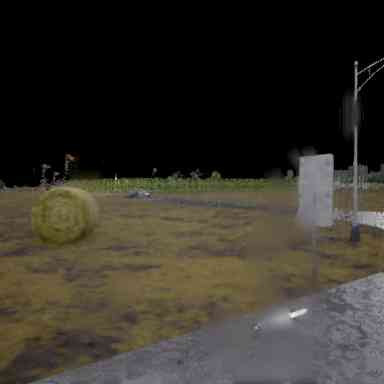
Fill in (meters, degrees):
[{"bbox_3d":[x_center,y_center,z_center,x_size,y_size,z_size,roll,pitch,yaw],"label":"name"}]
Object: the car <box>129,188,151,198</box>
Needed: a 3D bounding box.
[{"bbox_3d":[-7.999,0.176,50.801,2.128,1.511,4.902,1,1,-35],"label":"car"}]
